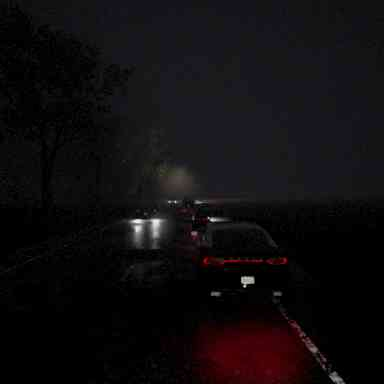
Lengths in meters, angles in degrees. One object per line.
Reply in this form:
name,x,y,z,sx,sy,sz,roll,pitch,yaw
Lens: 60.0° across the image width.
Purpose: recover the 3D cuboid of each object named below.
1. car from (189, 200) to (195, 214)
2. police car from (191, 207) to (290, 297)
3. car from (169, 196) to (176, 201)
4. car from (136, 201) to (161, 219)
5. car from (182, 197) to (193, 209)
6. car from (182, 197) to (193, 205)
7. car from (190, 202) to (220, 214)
car,0.881,1.535,24.637,1.812,1.442,4.674,0,0,-1
police car,1.015,1.426,8.732,1.930,1.638,5.238,0,0,0
car,-5.040,1.693,86.414,1.895,1.301,4.718,0,0,-2
car,-3.836,1.539,29.651,1.812,1.442,4.674,0,0,-1
car,-0.478,1.631,46.929,1.895,1.301,4.718,0,0,-1
car,-0.820,1.613,61.895,1.994,1.385,4.181,0,0,-1
car,0.942,1.511,18.631,1.837,1.490,4.892,0,0,-1
